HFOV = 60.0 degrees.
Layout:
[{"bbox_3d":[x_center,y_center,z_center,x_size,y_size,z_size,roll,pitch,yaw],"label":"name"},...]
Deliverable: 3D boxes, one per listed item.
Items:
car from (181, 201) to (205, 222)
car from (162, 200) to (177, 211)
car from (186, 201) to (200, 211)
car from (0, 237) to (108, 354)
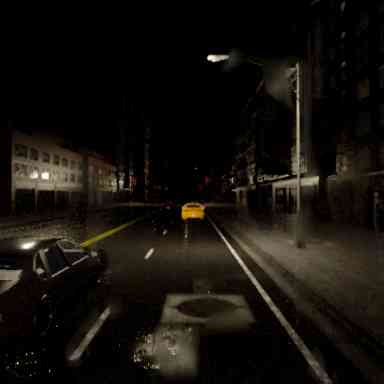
[{"bbox_3d":[0.101,1.717,29.180,1.882,1.535,5.008,0,-1,0],"label":"car"},{"bbox_3d":[-3.147,1.898,45.951,1.812,1.442,4.674,0,0,0],"label":"car"},{"bbox_3d":[0.103,1.981,46.949,1.895,1.301,4.718,0,0,0],"label":"car"},{"bbox_3d":[-3.150,1.601,6.471,2.033,1.411,5.357,0,0,0],"label":"car"}]
